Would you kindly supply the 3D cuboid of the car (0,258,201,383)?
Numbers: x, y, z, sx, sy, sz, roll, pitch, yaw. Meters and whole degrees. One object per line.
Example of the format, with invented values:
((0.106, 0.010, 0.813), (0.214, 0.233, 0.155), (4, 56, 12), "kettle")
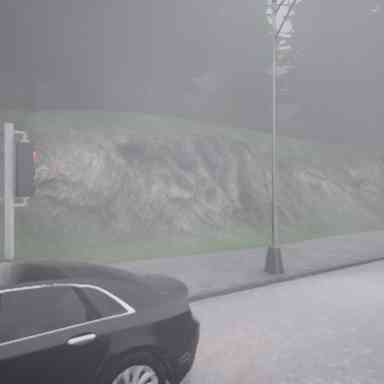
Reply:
((-2.203, 1.505, 3.096), (4.892, 1.490, 1.837), (0, 0, -34), "car")
